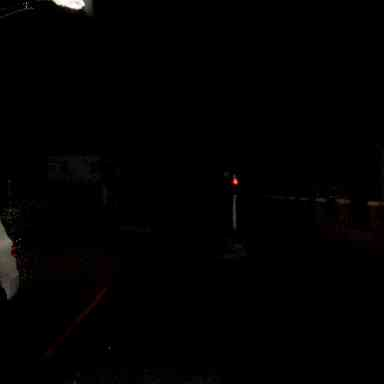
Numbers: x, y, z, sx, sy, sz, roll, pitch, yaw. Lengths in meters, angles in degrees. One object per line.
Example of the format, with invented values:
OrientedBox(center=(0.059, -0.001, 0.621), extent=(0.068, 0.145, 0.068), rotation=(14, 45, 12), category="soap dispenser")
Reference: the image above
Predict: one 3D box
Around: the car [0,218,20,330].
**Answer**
OrientedBox(center=(-4.072, 1.217, 3.428), extent=(2.150, 2.045, 5.566), rotation=(0, 0, 2), category="car")
